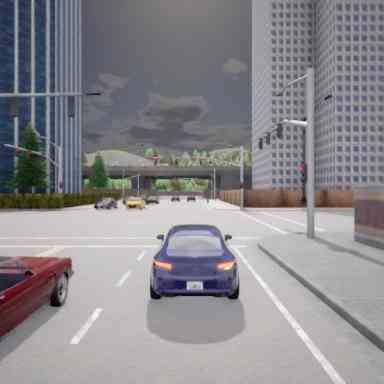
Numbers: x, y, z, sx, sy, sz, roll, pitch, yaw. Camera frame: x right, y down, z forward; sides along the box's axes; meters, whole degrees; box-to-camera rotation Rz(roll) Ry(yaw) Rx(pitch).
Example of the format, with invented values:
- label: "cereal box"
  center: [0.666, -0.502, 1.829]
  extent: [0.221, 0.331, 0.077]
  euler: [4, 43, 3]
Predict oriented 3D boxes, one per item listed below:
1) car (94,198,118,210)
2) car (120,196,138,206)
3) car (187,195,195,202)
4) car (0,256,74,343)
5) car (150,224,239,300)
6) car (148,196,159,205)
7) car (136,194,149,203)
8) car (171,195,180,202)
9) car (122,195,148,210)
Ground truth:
- label: "car"
  center: [-10.864, 1.487, 42.210]
  extent: [2.128, 1.511, 4.902]
  euler: [0, 0, 4]
- label: "car"
  center: [-10.699, 1.486, 57.079]
  extent: [2.128, 1.511, 4.902]
  euler: [0, 0, 0]
- label: "car"
  center: [-0.162, 1.469, 74.568]
  extent: [1.837, 1.490, 4.892]
  euler: [0, 0, 0]
- label: "car"
  center: [-3.450, 1.600, 5.023]
  extent: [1.895, 1.301, 4.718]
  euler: [0, 0, 0]
- label: "car"
  center: [0.060, 1.525, 8.291]
  extent: [1.812, 1.442, 4.674]
  euler: [0, 0, 0]
- label: "car"
  center: [-7.183, 1.470, 61.017]
  extent: [1.882, 1.535, 5.008]
  euler: [0, 0, 0]
- label: "car"
  center: [-10.657, 1.338, 72.313]
  extent: [2.097, 1.767, 4.553]
  euler: [0, 0, 0]
- label: "car"
  center: [-3.662, 1.493, 74.560]
  extent: [1.812, 1.442, 4.674]
  euler: [0, 0, 0]
- label: "car"
  center: [-7.183, 1.473, 42.540]
  extent: [1.882, 1.535, 5.008]
  euler: [0, 0, 0]
